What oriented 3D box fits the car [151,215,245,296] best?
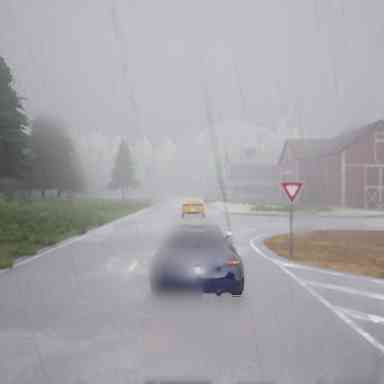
[{"bbox_3d":[0.146,1.520,8.554,1.994,1.385,4.181,0,0,1],"label":"car"}]

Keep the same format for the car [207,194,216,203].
[{"bbox_3d":[2.978,1.161,57.139,1.816,1.474,4.193,-6,1,-2],"label":"car"}]

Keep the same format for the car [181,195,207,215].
[{"bbox_3d":[0.088,1.279,29.146,1.882,1.535,5.008,-1,0,0],"label":"car"}]
